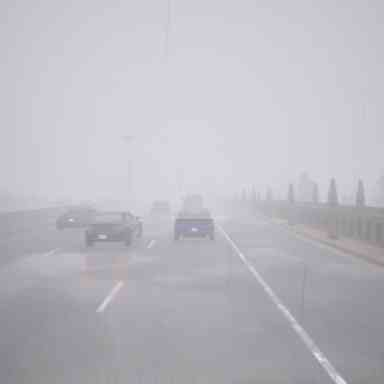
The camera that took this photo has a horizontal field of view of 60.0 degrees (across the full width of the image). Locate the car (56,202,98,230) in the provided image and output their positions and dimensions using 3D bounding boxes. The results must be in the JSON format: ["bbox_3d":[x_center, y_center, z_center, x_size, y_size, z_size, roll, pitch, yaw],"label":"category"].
[{"bbox_3d":[-6.896,1.579,21.039,1.994,1.385,4.181,0,0,0],"label":"car"}]

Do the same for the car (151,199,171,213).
[{"bbox_3d":[-3.394,1.541,36.822,2.128,1.511,4.902,0,0,0],"label":"car"}]

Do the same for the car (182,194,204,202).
[{"bbox_3d":[0.106,1.269,36.386,2.150,2.045,5.566,0,0,0],"label":"car"}]

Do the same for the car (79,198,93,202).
[{"bbox_3d":[-18.483,1.696,57.996,1.994,1.385,4.181,0,0,-7],"label":"car"}]

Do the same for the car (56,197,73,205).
[{"bbox_3d":[-21.885,1.609,57.126,1.882,1.535,5.008,0,0,-7],"label":"car"}]

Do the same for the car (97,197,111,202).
[{"bbox_3d":[-14.660,1.623,55.504,1.837,1.490,4.892,0,0,-6],"label":"car"}]

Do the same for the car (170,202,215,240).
[{"bbox_3d":[0.103,1.487,17.013,1.882,1.535,5.008,0,0,0],"label":"car"}]

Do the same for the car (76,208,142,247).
[{"bbox_3d":[-3.411,1.534,14.992,1.812,1.442,4.674,0,0,0],"label":"car"}]
